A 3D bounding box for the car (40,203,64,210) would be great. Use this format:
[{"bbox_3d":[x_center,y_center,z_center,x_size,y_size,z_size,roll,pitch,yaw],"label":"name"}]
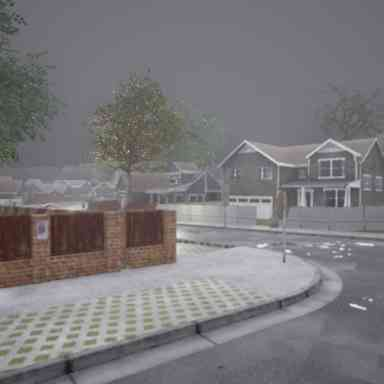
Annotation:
[{"bbox_3d":[-14.415,1.929,34.319,1.882,1.535,5.008,1,-1,-35],"label":"car"}]
